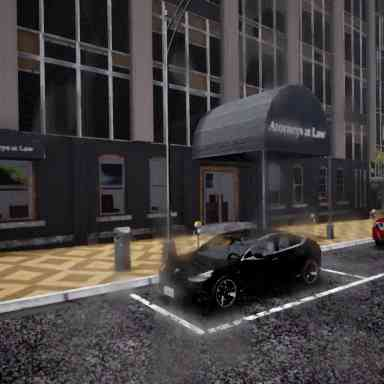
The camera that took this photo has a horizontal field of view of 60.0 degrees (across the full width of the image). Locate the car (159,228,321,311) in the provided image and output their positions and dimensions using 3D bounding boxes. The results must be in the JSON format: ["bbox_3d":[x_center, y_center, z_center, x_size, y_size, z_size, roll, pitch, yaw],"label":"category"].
[{"bbox_3d":[1.290,1.564,7.777,4.313,1.339,1.947,0,-1,-37],"label":"car"}]

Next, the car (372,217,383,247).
[{"bbox_3d":[9.571,1.310,13.973,5.009,1.841,2.192,0,-1,-37],"label":"car"}]
